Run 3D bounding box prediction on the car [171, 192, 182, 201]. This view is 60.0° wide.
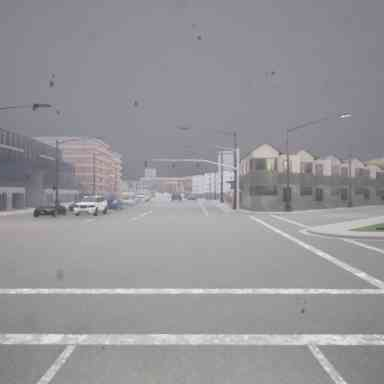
[{"bbox_3d":[-3.565,1.083,77.100,2.150,2.045,5.566,0,0,0],"label":"car"}]

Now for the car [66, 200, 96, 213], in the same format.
[{"bbox_3d":[-14.135,1.780,42.588,2.033,1.411,5.357,0,0,0],"label":"car"}]

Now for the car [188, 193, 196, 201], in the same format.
[{"bbox_3d":[-0.066,1.453,77.814,1.895,1.301,4.718,0,-1,0],"label":"car"}]

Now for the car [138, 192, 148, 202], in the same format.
[{"bbox_3d":[-10.560,1.093,70.487,2.150,2.045,5.566,0,1,0],"label":"car"}]

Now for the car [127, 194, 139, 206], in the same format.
[{"bbox_3d":[-10.634,1.617,56.006,1.812,1.442,4.674,0,1,0],"label":"car"}]

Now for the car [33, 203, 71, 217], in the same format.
[{"bbox_3d":[-14.128,1.765,33.329,1.994,1.385,4.181,0,0,0],"label":"car"}]

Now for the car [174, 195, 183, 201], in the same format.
[{"bbox_3d":[-3.575,1.515,87.793,2.128,1.511,4.902,0,-2,0],"label":"car"}]

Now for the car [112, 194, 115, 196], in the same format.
[{"bbox_3d":[-14.134,1.325,54.954,2.150,2.045,5.566,0,2,0],"label":"car"}]

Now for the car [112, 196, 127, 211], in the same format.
[{"bbox_3d":[-10.636,1.694,45.073,1.882,1.535,5.008,0,0,0],"label":"car"}]

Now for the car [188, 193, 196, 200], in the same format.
[{"bbox_3d":[-0.075,1.176,87.774,2.097,1.767,4.553,0,-2,0],"label":"car"}]

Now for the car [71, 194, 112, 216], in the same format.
[{"bbox_3d":[-10.629,1.433,35.336,2.150,2.045,5.566,0,0,1],"label":"car"}]
